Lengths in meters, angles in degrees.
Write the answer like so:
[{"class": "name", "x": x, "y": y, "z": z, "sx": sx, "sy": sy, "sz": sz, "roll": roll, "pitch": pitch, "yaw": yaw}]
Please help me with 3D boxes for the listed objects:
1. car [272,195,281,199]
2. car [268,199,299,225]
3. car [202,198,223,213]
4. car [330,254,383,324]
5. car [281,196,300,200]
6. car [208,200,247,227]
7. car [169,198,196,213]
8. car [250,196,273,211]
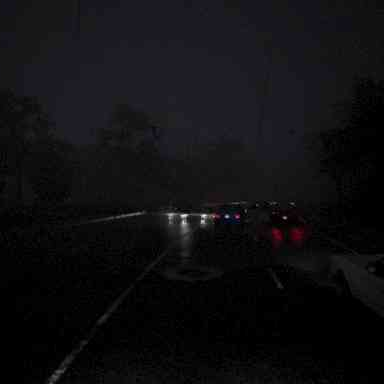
[{"class": "car", "x": 18.360, "y": 1.421, "z": 73.197, "sx": 2.128, "sy": 1.511, "sz": 4.902, "roll": 0, "pitch": 0, "yaw": 36}, {"class": "car", "x": 6.666, "y": 1.524, "z": 24.233, "sx": 1.812, "sy": 1.442, "sz": 4.674, "roll": 0, "pitch": 0, "yaw": 13}, {"class": "car", "x": 2.493, "y": 1.445, "z": 35.898, "sx": 1.882, "sy": 1.535, "sz": 5.008, "roll": 0, "pitch": 0, "yaw": 19}, {"class": "car", "x": 3.869, "y": 1.606, "z": 5.291, "sx": 1.895, "sy": 1.301, "sz": 4.718, "roll": 0, "pitch": 0, "yaw": 3}, {"class": "car", "x": 21.576, "y": 1.496, "z": 71.642, "sx": 1.895, "sy": 1.301, "sz": 4.718, "roll": 0, "pitch": 0, "yaw": 36}, {"class": "car", "x": 2.644, "y": 1.532, "z": 22.517, "sx": 2.033, "sy": 1.411, "sz": 5.357, "roll": 0, "pitch": 0, "yaw": 12}, {"class": "car", "x": -0.930, "y": 1.456, "z": 36.643, "sx": 1.837, "sy": 1.490, "sz": 4.892, "roll": 0, "pitch": 0, "yaw": 18}, {"class": "car", "x": 8.543, "y": 1.550, "z": 41.640, "sx": 1.994, "sy": 1.385, "sz": 4.181, "roll": 0, "pitch": 0, "yaw": 21}]
